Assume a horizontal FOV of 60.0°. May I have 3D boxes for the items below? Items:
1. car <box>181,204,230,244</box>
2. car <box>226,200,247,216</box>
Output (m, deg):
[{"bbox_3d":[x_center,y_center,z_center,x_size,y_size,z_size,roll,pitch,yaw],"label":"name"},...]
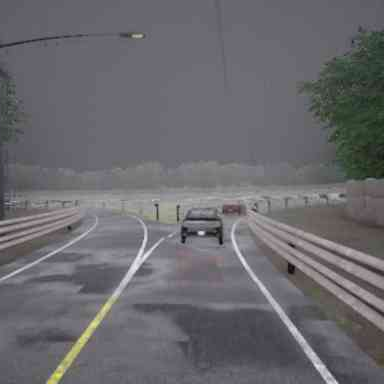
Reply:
[{"bbox_3d":[0.570,1.510,15.882,2.128,1.511,4.902,0,-1,5],"label":"car"},{"bbox_3d":[4.550,1.640,35.044,1.882,1.535,5.008,-1,-1,18],"label":"car"}]
